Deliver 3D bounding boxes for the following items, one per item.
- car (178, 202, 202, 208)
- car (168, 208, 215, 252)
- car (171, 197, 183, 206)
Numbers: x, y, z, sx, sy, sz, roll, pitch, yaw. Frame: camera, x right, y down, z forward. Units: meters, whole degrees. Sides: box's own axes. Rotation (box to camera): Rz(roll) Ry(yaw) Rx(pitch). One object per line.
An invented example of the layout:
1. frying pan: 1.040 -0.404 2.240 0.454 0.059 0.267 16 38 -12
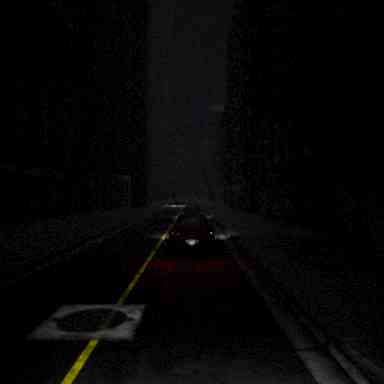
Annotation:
1. car: -0.007 1.819 29.295 1.994 1.385 4.181 0 0 0
2. car: 0.000 1.654 14.377 1.812 1.442 4.674 0 0 0
3. car: -3.025 2.151 71.795 1.812 1.442 4.674 0 -1 0
